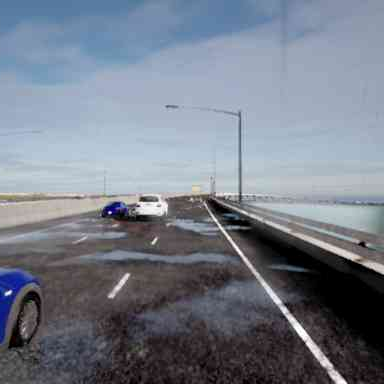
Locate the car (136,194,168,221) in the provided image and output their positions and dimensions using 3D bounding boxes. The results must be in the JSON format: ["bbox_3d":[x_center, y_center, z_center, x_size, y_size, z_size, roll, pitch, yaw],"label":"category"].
[{"bbox_3d":[-3.255,1.214,27.667,2.150,2.045,5.566,0,0,1],"label":"car"}]

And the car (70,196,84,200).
[{"bbox_3d":[-23.641,1.496,68.721,1.812,1.442,4.674,0,0,1],"label":"car"}]

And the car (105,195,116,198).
[{"bbox_3d":[-16.644,1.470,68.531,1.837,1.490,4.892,0,0,1],"label":"car"}]

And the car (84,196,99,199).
[{"bbox_3d":[-20.142,1.524,68.626,1.994,1.385,4.181,0,0,1],"label":"car"}]

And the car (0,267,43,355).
[{"bbox_3d":[-3.416,1.351,3.446,2.097,1.767,4.553,0,0,0],"label":"car"}]

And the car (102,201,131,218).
[{"bbox_3d":[-6.733,1.518,29.713,1.812,1.442,4.674,0,0,1],"label":"car"}]

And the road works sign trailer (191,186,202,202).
[{"bbox_3d":[0.976,0.418,73.584,2.380,3.560,2.880,0,0,2],"label":"road works sign trailer"}]
